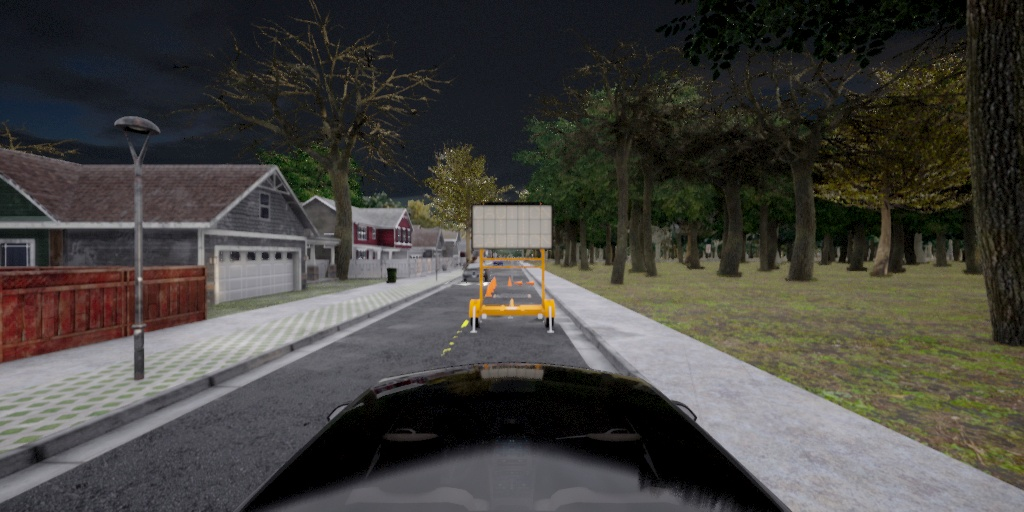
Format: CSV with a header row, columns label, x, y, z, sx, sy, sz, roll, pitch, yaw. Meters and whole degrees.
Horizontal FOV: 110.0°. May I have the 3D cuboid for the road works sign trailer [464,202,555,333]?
label,x,y,z,sx,sy,sz,roll,pitch,yaw
road works sign trailer,0.009,0.206,10.706,2.380,3.560,2.880,0,0,0

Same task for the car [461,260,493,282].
label,x,y,z,sx,sy,sz,roll,pitch,yaw
car,-2.825,1.257,28.981,1.812,1.442,4.674,0,0,0
